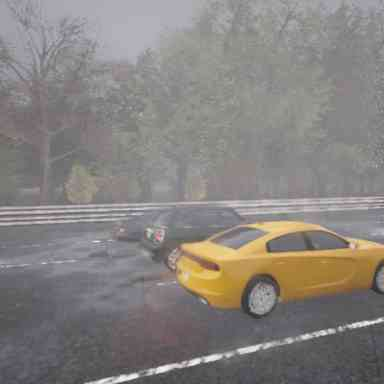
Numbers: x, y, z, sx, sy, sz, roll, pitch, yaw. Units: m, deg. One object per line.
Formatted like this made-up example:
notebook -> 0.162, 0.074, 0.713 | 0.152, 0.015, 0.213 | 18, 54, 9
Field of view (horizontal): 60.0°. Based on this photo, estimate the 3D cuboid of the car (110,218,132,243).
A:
car -> -0.533, 1.359, 13.522 | 5.357, 1.411, 2.033 | -1, 1, -23

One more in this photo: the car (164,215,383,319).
car -> 2.156, 1.370, 7.063 | 5.008, 1.535, 1.882 | -1, 1, -23

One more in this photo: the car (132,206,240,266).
car -> 0.733, 1.206, 10.255 | 4.553, 1.767, 2.097 | -1, 1, -23
